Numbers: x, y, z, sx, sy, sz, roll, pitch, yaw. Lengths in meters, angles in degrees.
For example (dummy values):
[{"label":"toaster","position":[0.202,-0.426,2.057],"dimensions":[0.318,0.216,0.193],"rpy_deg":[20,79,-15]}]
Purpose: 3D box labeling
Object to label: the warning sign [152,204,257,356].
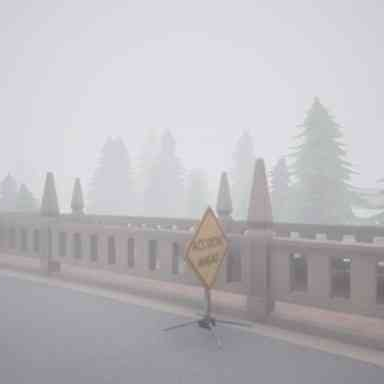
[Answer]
[{"label":"warning sign","position":[0.225,1.135,5.022],"dimensions":[1.060,1.860,1.300],"rpy_deg":[0,0,35]}]
